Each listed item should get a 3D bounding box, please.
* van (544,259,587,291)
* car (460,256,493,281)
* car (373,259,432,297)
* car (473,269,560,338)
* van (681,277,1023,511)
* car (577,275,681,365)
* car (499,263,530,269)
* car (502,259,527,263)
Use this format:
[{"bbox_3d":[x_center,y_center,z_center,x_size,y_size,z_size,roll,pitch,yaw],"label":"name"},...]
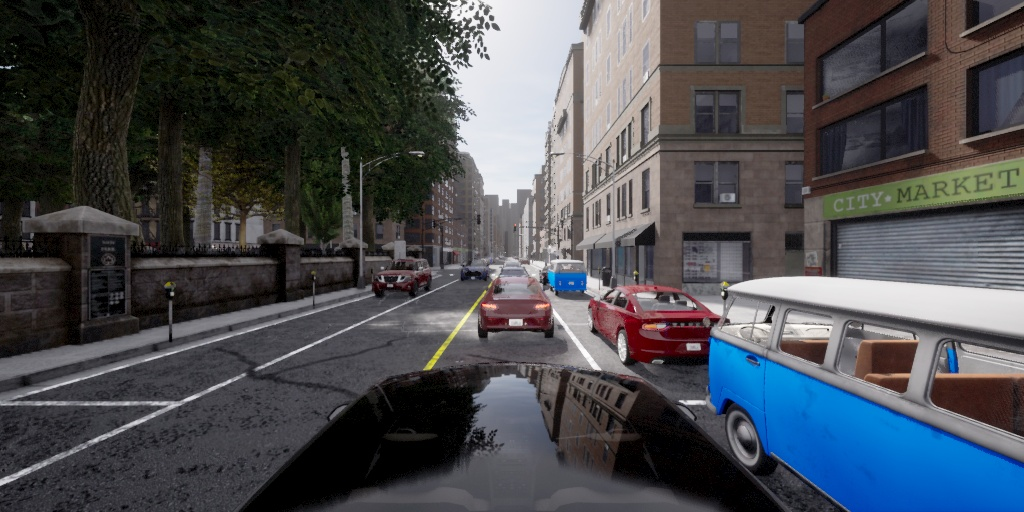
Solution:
[{"bbox_3d":[2.869,1.085,19.191,1.690,1.789,3.998,0,0,0],"label":"van"},{"bbox_3d":[-2.980,1.088,29.632,2.097,1.767,4.553,0,0,0],"label":"car"},{"bbox_3d":[-5.655,1.060,19.157,2.192,1.841,5.009,0,0,0],"label":"car"},{"bbox_3d":[0.101,1.274,10.073,1.812,1.442,4.674,0,0,0],"label":"car"},{"bbox_3d":[2.857,1.091,2.209,1.690,1.789,3.998,0,0,0],"label":"van"},{"bbox_3d":[2.861,1.294,7.870,1.888,1.381,4.507,0,0,0],"label":"car"},{"bbox_3d":[0.110,1.292,19.652,2.033,1.411,5.357,0,0,1],"label":"car"},{"bbox_3d":[0.024,1.242,29.396,1.837,1.490,4.892,0,0,0],"label":"car"}]
